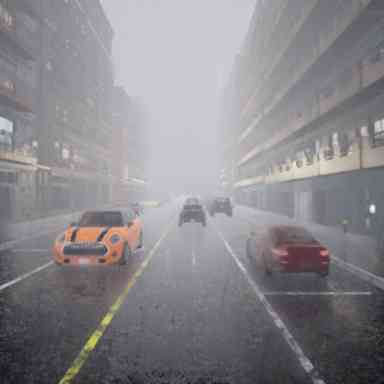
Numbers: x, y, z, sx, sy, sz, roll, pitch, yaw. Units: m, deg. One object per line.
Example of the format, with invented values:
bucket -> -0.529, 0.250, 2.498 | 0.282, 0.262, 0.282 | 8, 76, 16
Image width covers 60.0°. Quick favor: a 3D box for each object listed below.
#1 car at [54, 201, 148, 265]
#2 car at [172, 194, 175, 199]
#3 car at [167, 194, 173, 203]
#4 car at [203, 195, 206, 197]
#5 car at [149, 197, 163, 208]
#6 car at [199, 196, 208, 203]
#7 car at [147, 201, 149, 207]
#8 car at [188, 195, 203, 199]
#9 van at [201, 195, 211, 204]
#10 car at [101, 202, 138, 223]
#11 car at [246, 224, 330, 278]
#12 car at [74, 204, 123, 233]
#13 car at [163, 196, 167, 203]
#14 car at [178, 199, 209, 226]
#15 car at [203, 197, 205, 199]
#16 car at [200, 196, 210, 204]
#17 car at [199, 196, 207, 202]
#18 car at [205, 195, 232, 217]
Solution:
car -> -3.038, 1.372, 11.672 | 2.097, 1.767, 4.553 | 0, 0, 1
car -> -5.676, 1.697, 76.267 | 2.008, 1.369, 4.403 | 1, 0, 0
car -> -5.677, 1.685, 70.744 | 2.008, 1.369, 4.403 | 1, 0, 0
car -> 2.704, 1.550, 59.683 | 1.967, 1.590, 4.097 | 1, 0, 0
car -> -5.678, 1.613, 48.480 | 1.752, 1.417, 4.829 | 1, 0, 0
car -> 2.704, 1.691, 76.253 | 1.887, 1.381, 4.507 | 0, 0, 0
car -> -5.680, 1.602, 32.080 | 1.887, 1.381, 4.507 | 1, 0, 0
car -> 0.095, 1.432, 44.940 | 2.097, 1.767, 4.553 | 0, 0, 0
van -> 2.706, 1.463, 65.207 | 1.690, 1.788, 3.998 | 1, 0, 0
car -> -5.681, 1.598, 26.557 | 2.008, 1.369, 4.403 | 1, 0, 0
car -> 2.698, 1.599, 9.972 | 1.802, 1.307, 4.206 | 1, 0, 0
car -> -5.681, 1.562, 20.864 | 1.752, 1.417, 4.829 | 1, 0, 0
car -> -5.678, 1.650, 54.173 | 2.008, 1.369, 4.403 | 1, 0, 0
car -> 0.046, 1.548, 23.724 | 1.837, 1.490, 4.892 | 0, 0, 0
car -> 2.702, 1.643, 43.112 | 1.947, 1.339, 4.313 | 1, 0, 0
car -> 2.704, 1.678, 70.729 | 1.887, 1.381, 4.507 | 0, 0, 0
car -> 2.705, 1.724, 81.777 | 1.947, 1.339, 4.313 | 0, 0, 0
car -> 2.703, 1.372, 32.067 | 2.192, 1.841, 5.009 | 1, 0, 0
